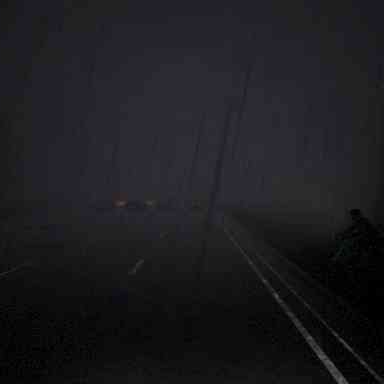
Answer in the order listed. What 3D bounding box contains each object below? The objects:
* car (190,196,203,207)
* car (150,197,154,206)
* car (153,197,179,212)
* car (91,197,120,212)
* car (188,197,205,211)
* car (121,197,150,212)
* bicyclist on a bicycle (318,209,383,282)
[{"bbox_3d":[0.712,1.477,51.739,1.882,1.535,5.008,0,0,1],"label":"car"},{"bbox_3d":[-6.310,1.477,49.953,1.882,1.535,5.008,0,0,1],"label":"car"},{"bbox_3d":[-2.946,1.477,38.665,1.882,1.535,5.008,0,0,1],"label":"car"},{"bbox_3d":[-9.957,1.563,37.713,1.994,1.385,4.181,0,0,1],"label":"car"},{"bbox_3d":[0.570,1.488,40.107,2.128,1.511,4.902,0,0,1],"label":"car"},{"bbox_3d":[-6.449,1.477,38.484,1.882,1.535,5.008,0,0,1],"label":"car"},{"bbox_3d":[3.772,1.225,7.597,1.656,1.620,0.582,9,0,2],"label":"bicyclist on a bicycle"}]
